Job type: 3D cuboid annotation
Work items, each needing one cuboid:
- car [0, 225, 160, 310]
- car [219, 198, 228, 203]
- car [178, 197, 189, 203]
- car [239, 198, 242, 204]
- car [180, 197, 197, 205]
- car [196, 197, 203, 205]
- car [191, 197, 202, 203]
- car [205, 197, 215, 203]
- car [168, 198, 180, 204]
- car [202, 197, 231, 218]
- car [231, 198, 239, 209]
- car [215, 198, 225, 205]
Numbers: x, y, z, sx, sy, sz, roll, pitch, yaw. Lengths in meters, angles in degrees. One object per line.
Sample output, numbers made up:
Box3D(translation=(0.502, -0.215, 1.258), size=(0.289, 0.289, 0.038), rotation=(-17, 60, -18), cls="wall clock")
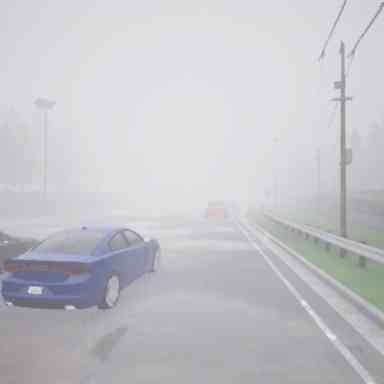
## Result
Box3D(translation=(-2.208, 1.537, 8.078), size=(1.882, 1.535, 5.008), rotation=(0, -1, 10), cls="car")
Box3D(translation=(8.078, 2.077, 84.369), size=(1.895, 1.301, 4.718), rotation=(0, 0, 10), cls="car")
Box3D(translation=(-2.256, 2.035, 86.227), size=(1.994, 1.385, 4.181), rotation=(0, 0, 10), cls="car")
Box3D(translation=(11.515, 2.173, 83.706), size=(1.812, 1.442, 4.674), rotation=(0, 0, 10), cls="car")
Box3D(translation=(-0.687, 2.062, 75.347), size=(1.837, 1.490, 4.892), rotation=(0, 0, 10), cls="car")
Box3D(translation=(2.831, 2.118, 75.127), size=(1.994, 1.385, 4.181), rotation=(0, 0, 10), cls="car")
Box3D(translation=(1.187, 1.960, 85.599), size=(1.882, 1.535, 5.008), rotation=(0, 0, 10), cls="car")
Box3D(translation=(4.630, 2.022, 84.969), size=(2.033, 1.411, 5.357), rotation=(0, 0, 10), cls="car")
Box3D(translation=(-4.061, 2.117, 76.353), size=(1.994, 1.385, 4.181), rotation=(0, 0, 10), cls="car")
Box3D(translation=(2.589, 1.612, 33.674), size=(2.097, 1.767, 4.553), rotation=(0, 0, 9), cls="car")
Box3D(translation=(6.306, 1.900, 54.647), size=(1.882, 1.535, 5.008), rotation=(0, 0, 10), cls="car")
Box3D(translation=(6.274, 2.089, 74.498), size=(1.812, 1.442, 4.674), rotation=(0, 0, 10), cls="car")
